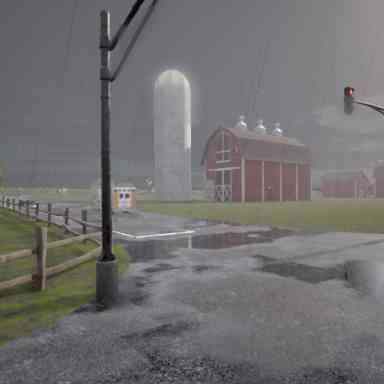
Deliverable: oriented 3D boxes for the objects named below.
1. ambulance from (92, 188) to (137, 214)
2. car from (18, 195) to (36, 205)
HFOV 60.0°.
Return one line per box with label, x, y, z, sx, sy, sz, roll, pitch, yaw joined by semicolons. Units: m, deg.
ambulance;-7.730;0.828;32.048;2.351;2.431;6.366;-1;1;-36
car;-24.683;1.197;49.697;1.837;1.490;4.892;-1;1;-36
